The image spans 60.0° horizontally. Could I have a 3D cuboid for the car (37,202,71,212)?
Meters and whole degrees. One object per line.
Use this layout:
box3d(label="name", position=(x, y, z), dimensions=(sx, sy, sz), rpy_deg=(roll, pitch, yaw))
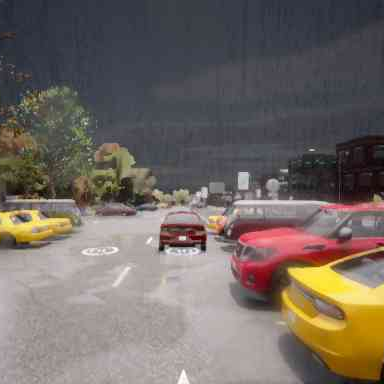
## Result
box3d(label="car", position=(-22.858, 2.510, 55.200), dimensions=(4.892, 1.490, 1.837), rpy_deg=(1, 1, -2))

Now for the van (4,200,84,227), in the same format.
box3d(label="van", position=(-8.772, 1.447, 19.862), dimensions=(4.442, 1.987, 1.878), rpy_deg=(0, -1, -1))

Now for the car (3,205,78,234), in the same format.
box3d(label="car", position=(-9.002, 1.620, 17.058), dimensions=(5.366, 1.575, 1.946), rpy_deg=(0, -1, -1))

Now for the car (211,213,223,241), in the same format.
box3d(label="car", position=(3.436, 1.484, 16.607), dimensions=(4.553, 1.767, 2.185), rpy_deg=(0, -1, -1))

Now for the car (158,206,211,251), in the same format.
box3d(label="car", position=(-0.410, 1.591, 14.698), dimensions=(1.882, 1.535, 5.008), rpy_deg=(0, -1, -1))

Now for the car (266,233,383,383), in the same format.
box3d(label="car", position=(3.794, 1.490, 4.466), dimensions=(5.008, 1.535, 2.097), rpy_deg=(0, 0, -2))

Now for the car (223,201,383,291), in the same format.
box3d(label="car", position=(3.682, 1.253, 7.383), dimensions=(5.566, 2.045, 2.435), rpy_deg=(0, -1, -2))

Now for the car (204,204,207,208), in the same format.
box3d(label="car", position=(3.577, 1.658, 19.527), dimensions=(5.366, 1.575, 1.946), rpy_deg=(0, -1, -1))

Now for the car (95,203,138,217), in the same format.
box3d(label="car", position=(-9.392, 2.294, 40.634), dimensions=(4.674, 1.452, 2.002), rpy_deg=(0, -2, -1))

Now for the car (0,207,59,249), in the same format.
box3d(label="car", position=(-8.934, 1.580, 14.398), dimensions=(5.366, 1.575, 1.946), rpy_deg=(0, -1, -1))

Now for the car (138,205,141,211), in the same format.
box3d(label="car", position=(-9.518, 2.237, 43.806), dimensions=(4.553, 1.767, 2.185), rpy_deg=(0, -2, -1))

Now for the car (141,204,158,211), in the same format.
box3d(label="car", position=(-9.896, 3.251, 68.119), dimensions=(4.674, 1.452, 2.002), rpy_deg=(0, -2, -1))

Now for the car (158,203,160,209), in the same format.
box3d(label="car", position=(-9.948, 3.326, 71.394), dimensions=(4.892, 1.521, 2.231), rpy_deg=(0, -2, -1))
